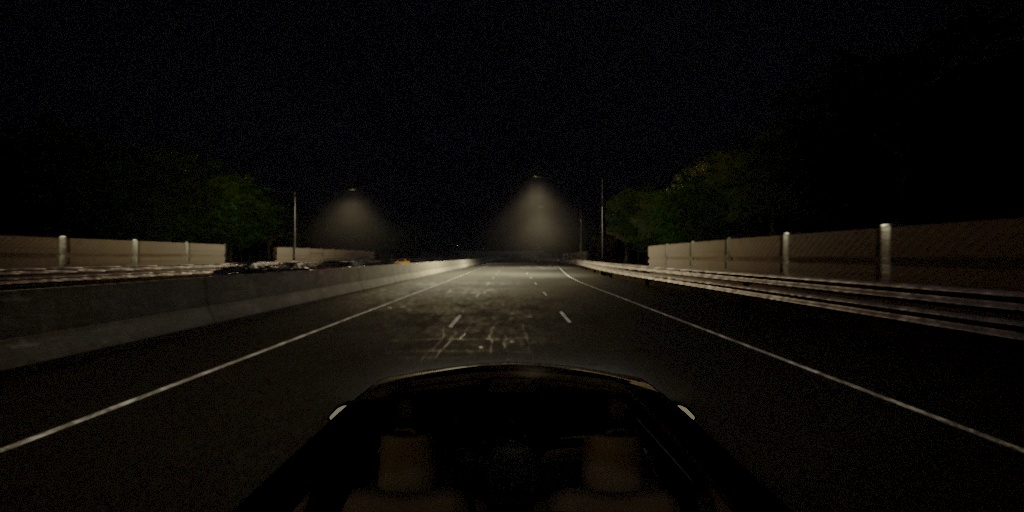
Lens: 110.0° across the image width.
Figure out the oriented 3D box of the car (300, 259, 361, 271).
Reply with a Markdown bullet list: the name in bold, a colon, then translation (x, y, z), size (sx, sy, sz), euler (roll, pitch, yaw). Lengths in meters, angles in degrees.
- **car**: translation (-14.090, 1.127, 28.198), size (2.097, 1.767, 4.553), euler (0, 0, 0)

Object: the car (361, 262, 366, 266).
- **car**: translation (-23.820, 1.349, 54.132), size (2.033, 1.411, 5.357), euler (0, 0, -3)

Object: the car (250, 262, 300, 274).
- **car**: translation (-17.590, 1.267, 28.257), size (2.128, 1.511, 4.902), euler (0, 0, 0)

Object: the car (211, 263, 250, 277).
- **car**: translation (-21.089, 1.267, 28.268), size (2.128, 1.511, 4.902), euler (0, 0, 0)
